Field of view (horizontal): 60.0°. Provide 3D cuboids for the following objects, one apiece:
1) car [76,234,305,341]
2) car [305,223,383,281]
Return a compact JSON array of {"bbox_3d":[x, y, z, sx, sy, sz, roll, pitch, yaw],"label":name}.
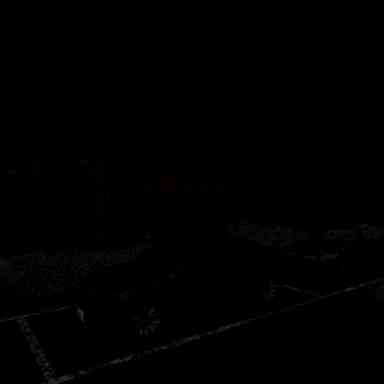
[{"bbox_3d":[0.005,1.566,6.539,4.313,1.339,1.947,0,0,-35],"label":"car"},{"bbox_3d":[4.486,1.582,9.731,4.206,1.307,1.802,0,0,-35],"label":"car"}]
